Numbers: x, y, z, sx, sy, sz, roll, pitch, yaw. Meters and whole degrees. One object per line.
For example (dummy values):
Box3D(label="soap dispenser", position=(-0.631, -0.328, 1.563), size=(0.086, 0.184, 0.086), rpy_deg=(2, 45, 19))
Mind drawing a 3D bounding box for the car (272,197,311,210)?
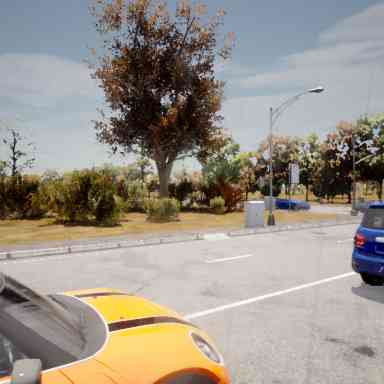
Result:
Box3D(label="car", position=(13.292, 1.488, 44.772), size=(2.128, 1.511, 4.902), rpy_deg=(0, 0, -32))

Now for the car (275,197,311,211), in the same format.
Box3D(label="car", position=(11.990, 1.477, 40.293), size=(1.882, 1.535, 5.008), rpy_deg=(0, 0, -32))

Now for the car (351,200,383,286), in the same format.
Box3D(label="car", position=(6.186, 1.221, 8.170), size=(5.566, 2.045, 2.150), rpy_deg=(0, 0, -35))

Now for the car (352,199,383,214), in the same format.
Box3D(label="car", position=(19.983, 1.547, 34.888), size=(2.033, 1.411, 5.357), rpy_deg=(0, 0, -37))

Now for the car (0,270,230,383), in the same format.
Box3D(label="car", position=(-1.857, 1.352, 2.421), size=(4.553, 1.767, 2.097), rpy_deg=(0, 0, -36))

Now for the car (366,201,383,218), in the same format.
Box3D(label="car", position=(17.276, 1.525, 28.551), size=(1.812, 1.442, 4.674), rpy_deg=(1, 0, -5))
